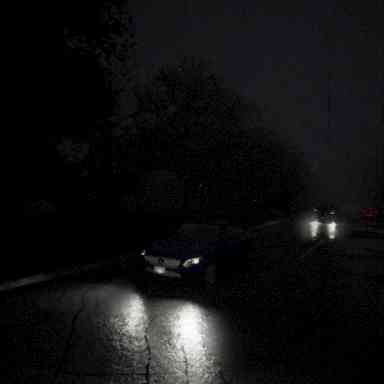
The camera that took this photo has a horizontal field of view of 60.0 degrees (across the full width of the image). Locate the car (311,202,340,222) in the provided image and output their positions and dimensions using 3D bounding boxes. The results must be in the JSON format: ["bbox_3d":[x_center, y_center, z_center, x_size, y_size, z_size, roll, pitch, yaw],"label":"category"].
[{"bbox_3d":[12.876,1.803,31.897,2.097,1.767,4.553,2,0,29],"label":"car"}]

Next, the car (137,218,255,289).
[{"bbox_3d":[0.417,1.519,9.469,1.812,1.442,4.674,2,0,29],"label":"car"}]

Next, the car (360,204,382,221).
[{"bbox_3d":[19.070,2.177,35.528,1.882,1.535,5.008,2,0,29],"label":"car"}]

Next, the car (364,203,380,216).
[{"bbox_3d":[25.275,2.431,46.734,1.837,1.490,4.892,2,0,29],"label":"car"}]
